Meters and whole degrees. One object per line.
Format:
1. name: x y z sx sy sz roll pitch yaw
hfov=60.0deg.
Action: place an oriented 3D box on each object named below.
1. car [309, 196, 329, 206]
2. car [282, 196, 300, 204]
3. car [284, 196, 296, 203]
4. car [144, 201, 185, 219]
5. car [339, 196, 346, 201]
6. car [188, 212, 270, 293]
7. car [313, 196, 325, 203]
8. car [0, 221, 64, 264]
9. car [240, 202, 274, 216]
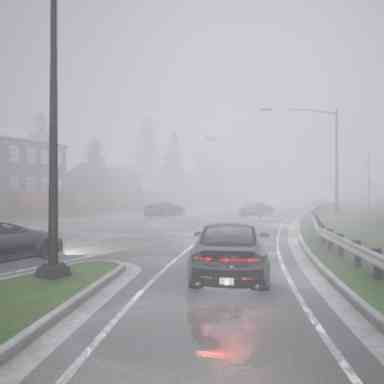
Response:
1. car: 22.865 1.786 59.833 1.812 1.442 4.674 0 0 31
2. car: 20.240 1.845 69.186 2.033 1.411 5.357 0 0 31
3. car: 24.728 1.839 83.761 1.882 1.535 5.008 0 0 31
4. car: -2.462 1.623 30.849 2.128 1.511 4.902 0 0 31
5. car: 38.844 1.735 86.981 2.097 1.767 4.553 0 0 31
6. car: 1.052 1.546 9.078 1.837 1.490 4.892 0 0 8
7. car: 30.749 1.826 80.190 1.882 1.535 5.008 0 0 31
8. car: -6.296 1.608 10.682 1.994 1.385 4.181 0 0 31
9. car: 6.238 1.685 31.799 2.033 1.411 5.357 0 0 31
